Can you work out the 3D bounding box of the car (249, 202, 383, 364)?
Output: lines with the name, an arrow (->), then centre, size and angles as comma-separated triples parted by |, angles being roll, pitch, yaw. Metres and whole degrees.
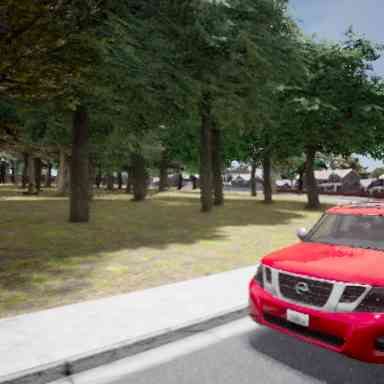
car -> 3.425, 1.237, 6.011 | 5.566, 2.045, 2.150 | 0, 0, -41
